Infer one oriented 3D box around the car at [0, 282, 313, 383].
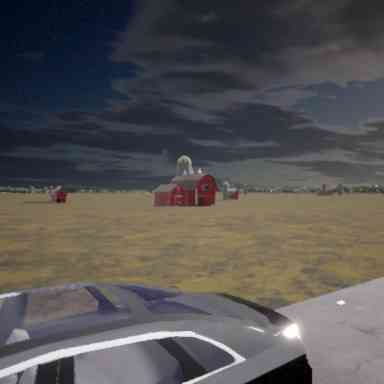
[{"bbox_3d":[-1.264,1.497,2.059,4.902,1.511,2.128,0,0,-35],"label":"car"}]
